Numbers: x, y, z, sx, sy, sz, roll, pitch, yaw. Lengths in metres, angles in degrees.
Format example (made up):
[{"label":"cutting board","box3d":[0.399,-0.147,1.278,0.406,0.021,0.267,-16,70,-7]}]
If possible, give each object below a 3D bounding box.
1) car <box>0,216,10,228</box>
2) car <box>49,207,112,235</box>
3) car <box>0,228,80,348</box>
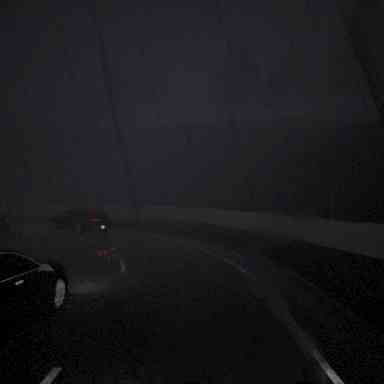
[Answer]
[{"label":"car","box3d":[-12.820,1.742,19.416,4.181,1.385,1.994,0,-1,19]},{"label":"car","box3d":[-6.812,1.692,20.056,4.892,1.490,1.837,0,-1,40]},{"label":"car","box3d":[-3.414,1.549,4.860,1.837,1.490,4.892,0,-1,0]}]
